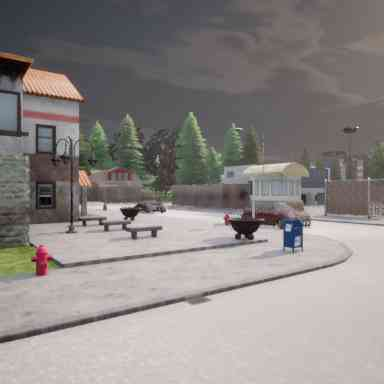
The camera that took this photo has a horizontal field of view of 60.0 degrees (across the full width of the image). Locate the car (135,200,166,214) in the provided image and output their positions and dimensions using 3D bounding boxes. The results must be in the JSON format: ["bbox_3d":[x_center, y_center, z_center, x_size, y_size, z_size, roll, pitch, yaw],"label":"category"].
[{"bbox_3d":[-4.430,1.564,35.150,1.994,1.385,4.181,0,0,-35],"label":"car"}]

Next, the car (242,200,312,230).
[{"bbox_3d":[5.353,1.352,21.397,2.097,1.767,4.553,0,0,-35],"label":"car"}]
